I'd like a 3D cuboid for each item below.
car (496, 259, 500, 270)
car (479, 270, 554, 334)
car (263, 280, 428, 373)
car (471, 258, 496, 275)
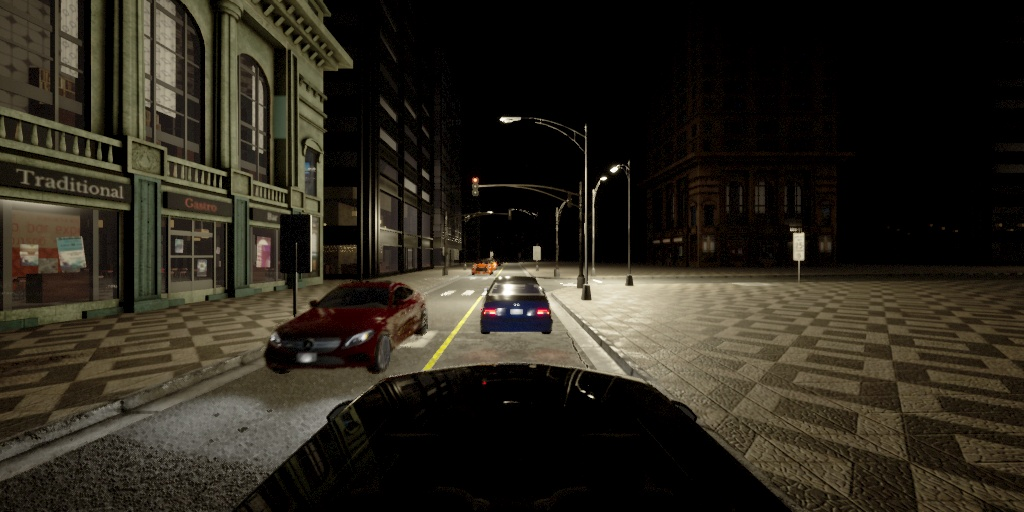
[{"bbox_3d":[-3.111,1.107,48.998,2.097,1.767,4.553,0,0,0],"label":"car"},{"bbox_3d":[0.096,1.297,10.547,2.033,1.411,5.357,0,0,0],"label":"car"},{"bbox_3d":[-3.101,1.275,7.747,1.812,1.442,4.674,0,0,0],"label":"car"},{"bbox_3d":[-3.089,1.104,38.160,2.097,1.767,4.553,0,0,-1],"label":"car"}]
